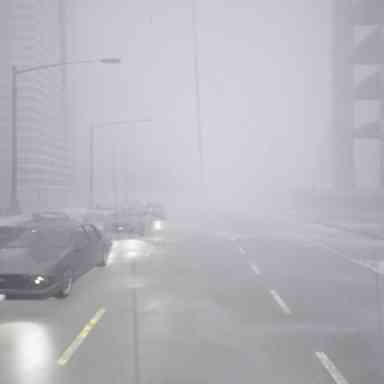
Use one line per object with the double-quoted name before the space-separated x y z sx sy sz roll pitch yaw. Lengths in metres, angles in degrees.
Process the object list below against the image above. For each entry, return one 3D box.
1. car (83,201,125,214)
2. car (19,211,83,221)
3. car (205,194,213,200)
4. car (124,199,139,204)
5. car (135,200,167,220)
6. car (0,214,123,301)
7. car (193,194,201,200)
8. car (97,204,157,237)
"car" -6.737 1.595 25.296 1.895 1.301 4.718 0 0 1
"car" -6.905 1.596 15.289 1.895 1.301 4.718 0 0 1
"car" 4.971 1.532 94.818 2.033 1.411 5.357 0 0 1
"car" -6.526 1.485 35.708 2.128 1.511 4.902 0 0 1
"car" -3.186 1.560 27.940 1.994 1.385 4.181 0 0 1
"car" -3.507 1.545 8.747 2.033 1.411 5.357 0 0 1
"car" 1.471 1.345 94.847 2.097 1.767 4.553 0 0 1
"car" -3.344 1.561 17.980 1.994 1.385 4.181 0 0 2
